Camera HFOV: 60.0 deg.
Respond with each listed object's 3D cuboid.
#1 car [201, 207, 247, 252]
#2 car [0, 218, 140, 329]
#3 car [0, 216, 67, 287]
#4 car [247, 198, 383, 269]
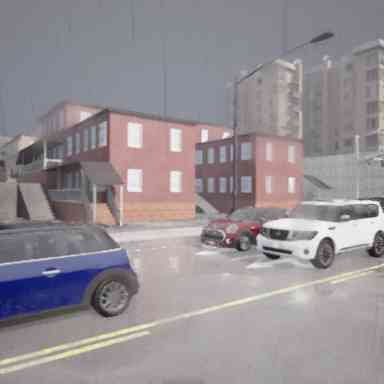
[{"bbox_3d":[2.598,1.437,14.488,4.553,1.767,2.097,0,0,-36],"label":"car"},{"bbox_3d":[-3.313,1.369,5.922,4.553,1.767,2.097,0,0,-36],"label":"car"},{"bbox_3d":[-5.962,1.512,8.328,4.902,1.511,2.128,1,0,-36],"label":"car"},{"bbox_3d":[4.802,1.300,11.765,5.566,2.045,2.150,1,-1,-36],"label":"car"}]
